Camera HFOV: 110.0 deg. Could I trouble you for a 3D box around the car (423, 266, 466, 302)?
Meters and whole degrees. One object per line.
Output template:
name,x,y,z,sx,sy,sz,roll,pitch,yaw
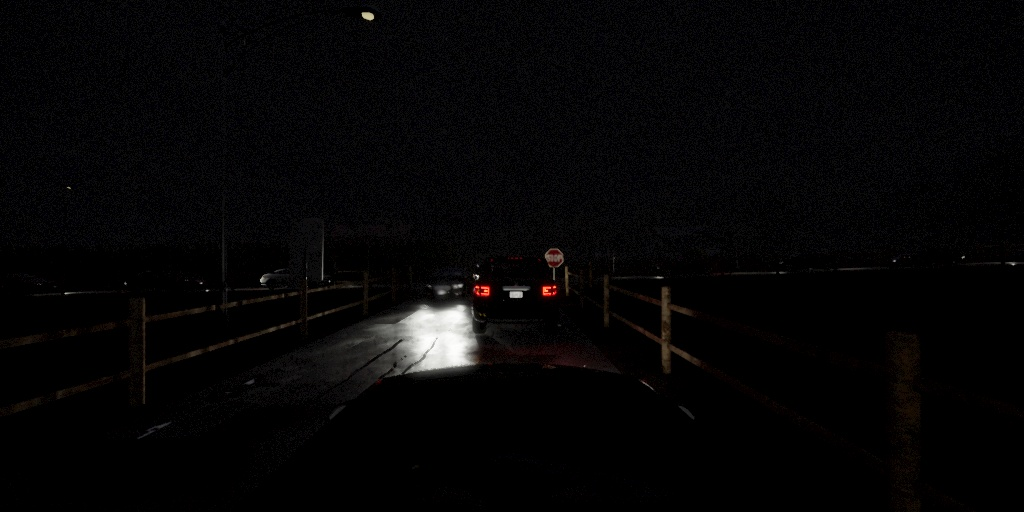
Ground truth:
car,-2.897,1.244,17.194,2.128,1.511,4.902,0,0,0

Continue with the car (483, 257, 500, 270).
car,-2.951,1.067,52.272,2.097,1.767,4.553,0,0,0

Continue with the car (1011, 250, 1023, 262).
car,43.376,-0.327,28.848,4.674,1.442,1.812,-2,-2,0

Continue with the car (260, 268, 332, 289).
car,-15.445,1.589,25.763,4.674,1.442,1.812,-1,-2,0

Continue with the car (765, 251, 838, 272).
car,23.152,0.416,28.829,5.008,1.535,1.882,-2,-2,0

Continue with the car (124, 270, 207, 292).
car,-24.774,1.754,25.743,4.902,1.511,2.128,-1,-2,0

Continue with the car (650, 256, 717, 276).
car,13.674,0.777,28.776,5.008,1.535,1.882,-2,-2,-1

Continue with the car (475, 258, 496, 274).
car,-2.942,1.081,41.263,2.097,1.767,4.553,0,0,0

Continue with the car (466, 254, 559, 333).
car,0.060,0.975,10.857,2.150,2.045,5.566,0,0,-1

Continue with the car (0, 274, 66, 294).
car,-35.099,1.997,25.722,4.674,1.442,1.812,-1,-2,0

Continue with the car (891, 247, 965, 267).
car,33.221,0.039,28.854,4.902,1.511,2.128,-2,-2,0
